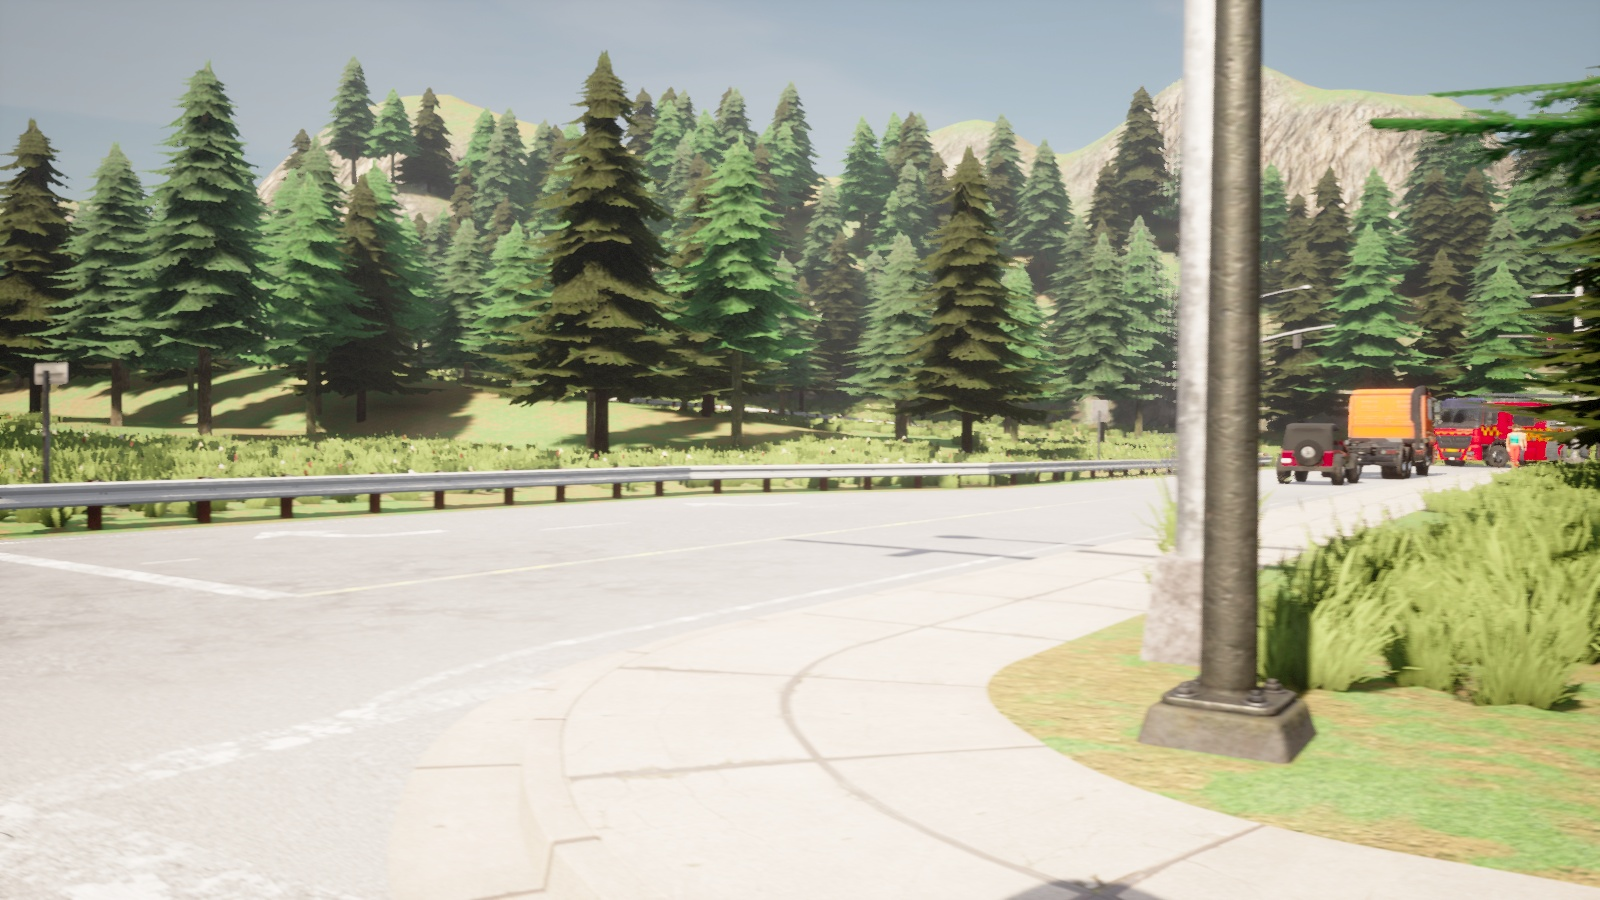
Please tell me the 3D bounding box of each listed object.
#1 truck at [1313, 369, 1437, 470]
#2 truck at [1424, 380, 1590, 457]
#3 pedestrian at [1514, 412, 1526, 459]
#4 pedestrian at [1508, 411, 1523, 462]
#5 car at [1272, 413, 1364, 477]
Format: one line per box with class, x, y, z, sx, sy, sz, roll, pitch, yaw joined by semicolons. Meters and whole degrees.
truck;21.698;-1.121;47.112;2.891;3.462;7.936;0;1;35
truck;36.885;-1.679;65.490;8.468;3.827;2.891;-1;1;-22
pedestrian;28.213;-0.562;49.200;0.345;1.836;0.594;0;1;33
pedestrian;25.806;-0.487;45.295;0.345;1.836;0.594;0;1;17
car;16.210;-0.185;39.171;1.905;1.878;3.866;0;1;34
